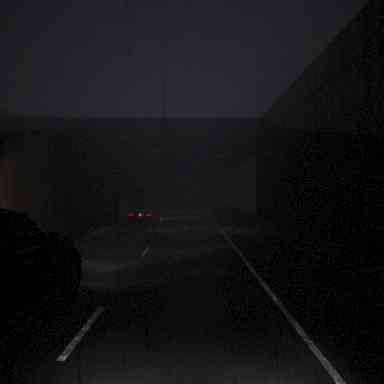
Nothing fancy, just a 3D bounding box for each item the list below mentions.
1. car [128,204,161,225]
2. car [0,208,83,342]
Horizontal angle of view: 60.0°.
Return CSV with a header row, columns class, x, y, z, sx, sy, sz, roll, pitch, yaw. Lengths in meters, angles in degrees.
class,x,y,z,sx,sy,sz,roll,pitch,yaw
car,-3.423,1.572,24.493,2.033,1.411,5.357,0,0,0
car,-3.440,1.230,4.818,2.150,2.045,5.566,0,0,0
